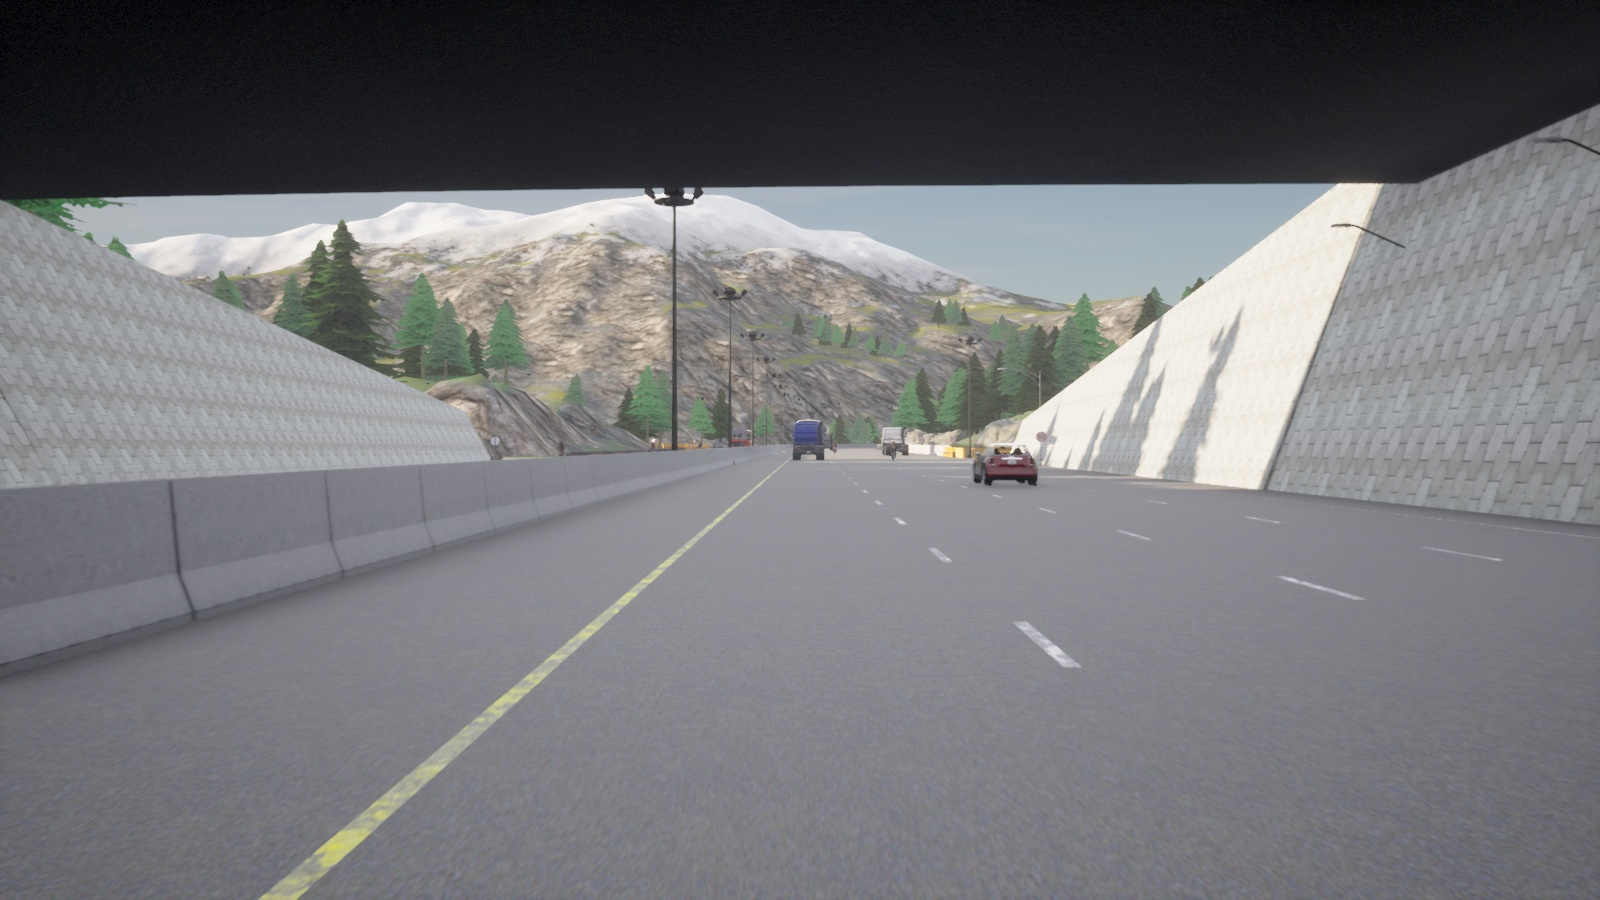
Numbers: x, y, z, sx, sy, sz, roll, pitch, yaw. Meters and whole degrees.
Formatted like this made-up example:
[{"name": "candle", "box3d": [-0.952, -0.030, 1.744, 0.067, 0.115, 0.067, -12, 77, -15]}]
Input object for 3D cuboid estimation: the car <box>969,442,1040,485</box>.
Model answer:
[{"name": "car", "box3d": [7.301, 0.463, 45.141, 1.970, 1.475, 3.806, 0, 0, 0]}]
